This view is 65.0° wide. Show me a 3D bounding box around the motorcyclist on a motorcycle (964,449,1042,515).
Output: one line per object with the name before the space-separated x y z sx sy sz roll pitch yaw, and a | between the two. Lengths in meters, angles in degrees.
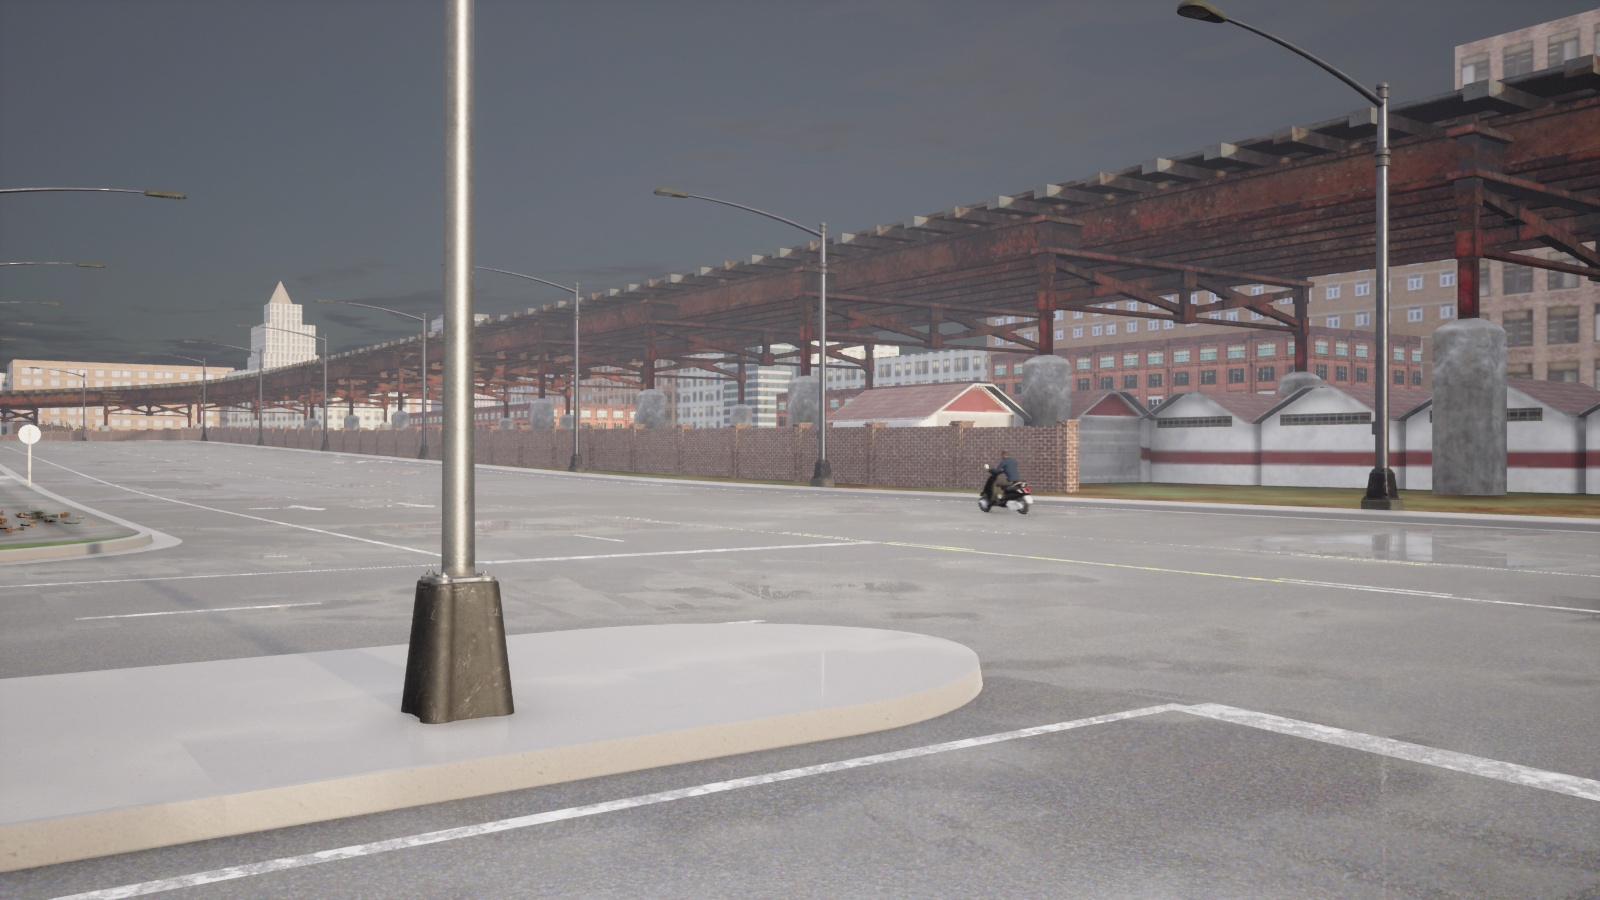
motorcyclist on a motorcycle | 5.003 0.763 31.010 0.866 1.590 1.817 0 0 -35
